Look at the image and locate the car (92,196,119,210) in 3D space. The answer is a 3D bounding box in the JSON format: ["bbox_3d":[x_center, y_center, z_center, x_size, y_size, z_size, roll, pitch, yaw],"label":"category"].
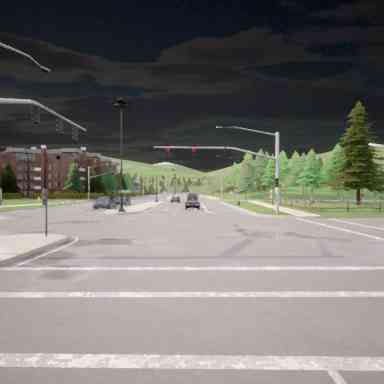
[{"bbox_3d":[-11.506,1.351,43.702,2.097,1.767,4.553,0,0,0],"label":"car"}]

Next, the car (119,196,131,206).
[{"bbox_3d":[-11.470,1.506,55.517,1.837,1.490,4.892,0,0,1],"label":"car"}]

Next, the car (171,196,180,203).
[{"bbox_3d":[-3.403,1.491,68.942,2.128,1.511,4.902,0,0,0],"label":"car"}]

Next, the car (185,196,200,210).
[{"bbox_3d":[0.061,1.601,43.533,1.895,1.301,4.718,0,0,0],"label":"car"}]

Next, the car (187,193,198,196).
[{"bbox_3d":[0.097,1.221,68.969,2.150,2.045,5.566,0,0,0],"label":"car"}]
